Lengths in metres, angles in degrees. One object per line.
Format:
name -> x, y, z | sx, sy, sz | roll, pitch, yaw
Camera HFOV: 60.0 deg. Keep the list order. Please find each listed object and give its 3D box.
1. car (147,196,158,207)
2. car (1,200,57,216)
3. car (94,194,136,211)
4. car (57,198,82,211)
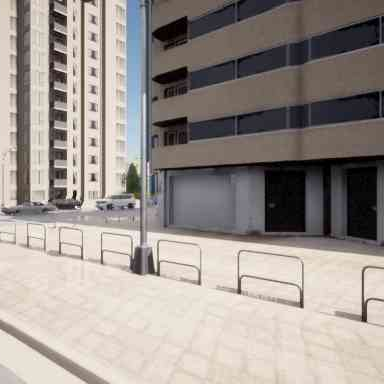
car -> -6.077, 1.460, 53.002 | 2.097, 1.767, 4.553 | 0, 0, 38
car -> -16.767, 1.656, 34.075 | 1.895, 1.301, 4.718 | 0, 0, 38
car -> -9.775, 1.279, 42.846 | 2.150, 2.045, 5.566 | 0, 0, 39
car -> -15.902, 1.561, 40.781 | 1.837, 1.490, 4.892 | 0, 0, 39
